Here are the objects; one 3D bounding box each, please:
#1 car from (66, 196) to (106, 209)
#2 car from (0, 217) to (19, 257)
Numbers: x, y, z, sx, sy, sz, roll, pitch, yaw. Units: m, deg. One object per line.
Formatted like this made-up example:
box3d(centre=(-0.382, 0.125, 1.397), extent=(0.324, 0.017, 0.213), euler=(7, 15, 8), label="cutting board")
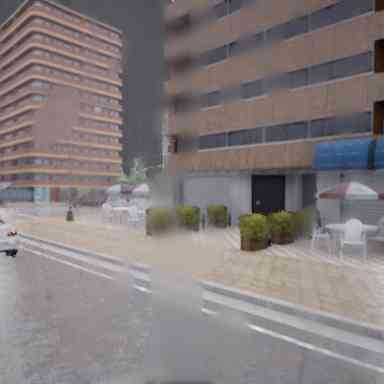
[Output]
box3d(centre=(-13.164, 1.286, 41.399), extent=(1.837, 1.490, 4.892), euler=(1, 0, 44), label="car")
box3d(centre=(-7.471, 1.413, 11.374), extent=(4.674, 1.442, 1.812), euler=(1, 0, 44), label="car")
